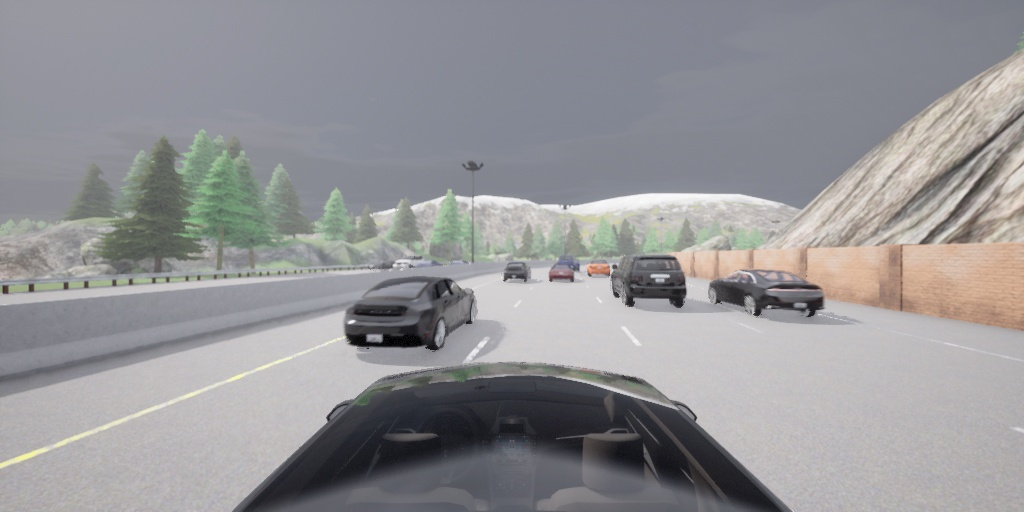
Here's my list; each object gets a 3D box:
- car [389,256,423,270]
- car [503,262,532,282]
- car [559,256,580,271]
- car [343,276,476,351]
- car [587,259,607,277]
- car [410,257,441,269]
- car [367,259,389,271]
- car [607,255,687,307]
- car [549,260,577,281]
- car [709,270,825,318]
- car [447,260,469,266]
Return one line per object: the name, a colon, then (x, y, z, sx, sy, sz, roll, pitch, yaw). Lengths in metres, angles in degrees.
car: (-13.741, 0.946, 48.480, 2.150, 2.045, 5.566, 0, 0, 15)
car: (0.488, 1.246, 29.112, 1.837, 1.490, 4.892, 0, 0, 8)
car: (7.098, 0.961, 44.593, 2.150, 2.045, 5.566, 0, 0, 18)
car: (-2.219, 1.252, 9.033, 1.837, 1.490, 4.892, 0, 1, 8)
car: (8.577, 1.095, 35.697, 2.097, 1.767, 4.553, 0, 0, 10)
car: (-10.727, 1.250, 46.076, 1.812, 1.442, 4.674, 0, 0, 14)
car: (-17.395, 1.213, 48.157, 2.128, 1.511, 4.902, 0, 0, 14)
car: (5.734, 0.971, 15.638, 2.150, 2.045, 5.566, 0, 0, 8)
car: (4.103, 1.305, 29.694, 1.994, 1.385, 4.181, 0, 0, 8)
car: (8.921, 1.244, 13.075, 2.128, 1.511, 4.902, 0, 0, 8)
car: (-6.953, 1.253, 46.734, 1.812, 1.442, 4.674, 0, 0, 15)
